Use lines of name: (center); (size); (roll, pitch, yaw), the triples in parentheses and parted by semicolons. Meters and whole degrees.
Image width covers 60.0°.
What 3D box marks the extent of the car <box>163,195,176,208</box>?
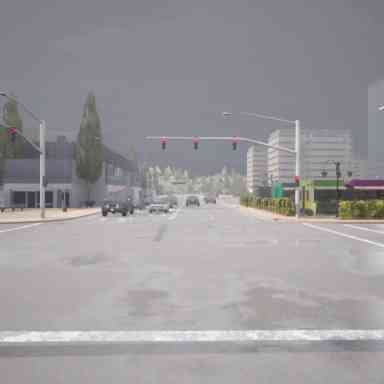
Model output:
car: (-3.563, 1.505, 46.040); (1.837, 1.490, 4.892); (0, 0, 0)

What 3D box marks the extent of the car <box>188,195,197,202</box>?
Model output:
car: (0.060, 1.478, 73.864); (1.882, 1.535, 5.008); (0, 0, 0)

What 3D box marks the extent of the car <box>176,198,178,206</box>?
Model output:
car: (-3.540, 1.352, 55.904); (2.097, 1.767, 4.553); (0, 0, 0)

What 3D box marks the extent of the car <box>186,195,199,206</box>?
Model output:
car: (0.142, 1.352, 55.017); (2.097, 1.767, 4.553); (0, 0, 0)

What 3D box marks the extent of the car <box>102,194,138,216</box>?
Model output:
car: (-7.088, 1.221, 32.387); (2.150, 2.045, 5.566); (0, 0, 1)

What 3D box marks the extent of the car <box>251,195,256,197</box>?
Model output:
car: (17.836, 1.153, 86.753); (4.605, 1.855, 1.932); (0, 0, -1)

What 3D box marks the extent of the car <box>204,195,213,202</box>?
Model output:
car: (3.557, 1.397, 73.872); (1.812, 1.442, 4.674); (0, 0, 0)

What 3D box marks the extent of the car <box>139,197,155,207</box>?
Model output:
car: (-7.050, 1.564, 52.232); (1.994, 1.385, 4.181); (0, 0, 0)

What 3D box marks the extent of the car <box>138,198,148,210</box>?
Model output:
car: (-7.067, 1.491, 42.275); (2.128, 1.511, 4.902); (0, 0, 0)

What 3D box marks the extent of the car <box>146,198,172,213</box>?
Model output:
car: (-3.572, 1.601, 36.725); (1.895, 1.301, 4.718); (0, 0, 0)

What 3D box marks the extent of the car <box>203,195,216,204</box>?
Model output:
car: (3.549, 1.491, 63.596); (2.128, 1.511, 4.902); (0, 0, 0)
